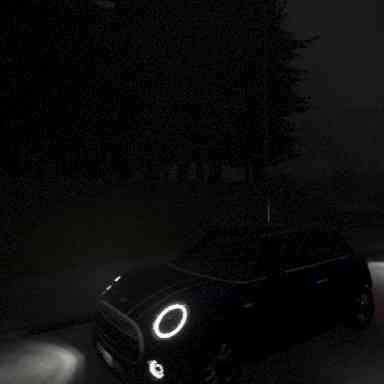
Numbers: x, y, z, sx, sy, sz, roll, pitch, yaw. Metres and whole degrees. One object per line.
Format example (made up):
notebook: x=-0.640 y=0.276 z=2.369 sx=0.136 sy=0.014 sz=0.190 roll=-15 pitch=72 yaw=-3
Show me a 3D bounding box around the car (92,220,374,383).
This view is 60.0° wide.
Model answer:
car: x=0.834 y=1.330 z=5.215 sx=4.553 sy=1.767 sz=2.097 roll=-1 pitch=0 yaw=-36
